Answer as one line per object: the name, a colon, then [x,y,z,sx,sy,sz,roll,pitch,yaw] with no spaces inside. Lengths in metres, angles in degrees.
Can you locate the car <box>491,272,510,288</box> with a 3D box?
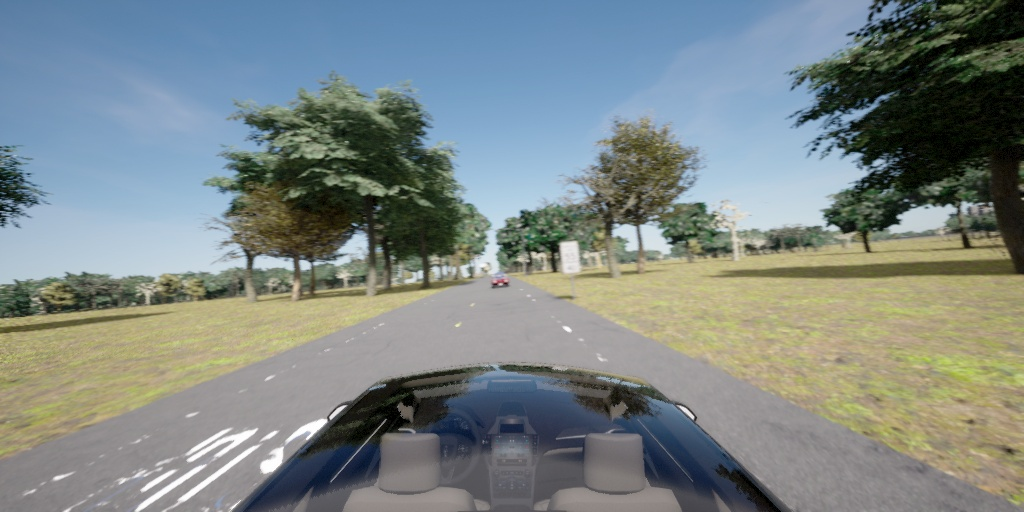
car: [-1.268,2.716,39.129,1.895,1.301,4.718,-5,-2,-2]
